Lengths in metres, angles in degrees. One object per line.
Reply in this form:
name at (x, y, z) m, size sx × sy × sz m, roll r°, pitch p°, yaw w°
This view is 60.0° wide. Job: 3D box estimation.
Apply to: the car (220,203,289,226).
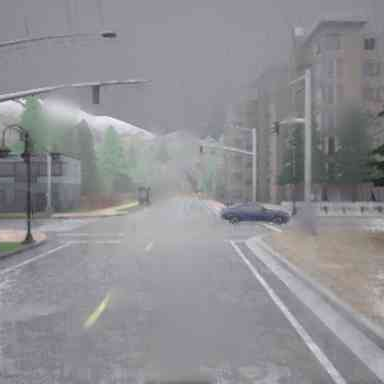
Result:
car at (4.241, 1.484, 22.805) m, size 4.674 × 1.442 × 1.812 m, roll 1°, pitch 0°, yaw 8°
